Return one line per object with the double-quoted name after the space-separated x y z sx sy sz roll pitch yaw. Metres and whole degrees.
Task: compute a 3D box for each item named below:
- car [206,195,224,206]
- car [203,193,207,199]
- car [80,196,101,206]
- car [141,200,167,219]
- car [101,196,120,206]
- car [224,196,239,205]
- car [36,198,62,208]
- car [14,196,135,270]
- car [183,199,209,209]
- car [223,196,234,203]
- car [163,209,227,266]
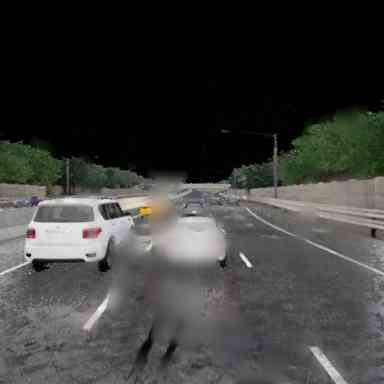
3.837 1.552 56.184 1.812 1.442 4.674 0 0 1 "car"
4.313 1.662 88.113 2.033 1.411 5.357 0 0 1 "car"
-17.207 1.507 56.543 1.882 1.535 5.008 0 0 1 "car"
-3.301 1.483 29.518 1.882 1.535 5.008 0 0 0 "car"
-13.710 1.508 56.506 1.882 1.535 5.008 0 0 1 "car"
7.226 1.531 59.154 2.128 1.511 4.902 0 0 2 "car"
-20.750 1.580 48.487 1.994 1.385 4.181 0 0 1 "car"
-3.382 1.223 11.114 2.150 2.045 5.566 0 0 0 "car"
0.194 1.570 28.639 1.994 1.385 4.181 0 0 0 "car"
7.499 1.488 68.723 1.895 1.301 4.718 0 0 1 "car"
0.119 1.527 11.368 1.812 1.442 4.674 0 0 0 "car"
